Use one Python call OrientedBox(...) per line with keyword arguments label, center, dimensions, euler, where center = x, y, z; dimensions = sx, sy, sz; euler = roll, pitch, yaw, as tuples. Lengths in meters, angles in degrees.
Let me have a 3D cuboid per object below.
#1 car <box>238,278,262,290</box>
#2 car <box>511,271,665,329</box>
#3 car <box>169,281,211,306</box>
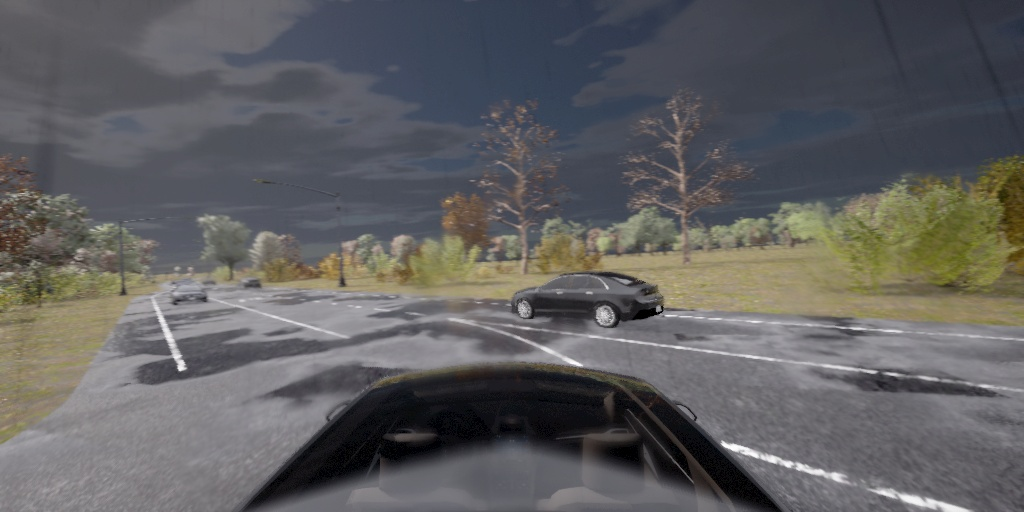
OrientedBox(label="car", center=(-33.348, 3.524, 45.621), dimensions=(4.892, 1.490, 1.837), euler=(-4, -1, 44))
OrientedBox(label="car", center=(2.058, 1.240, 10.987), dimensions=(4.892, 1.490, 1.837), euler=(-4, -1, 44))
OrientedBox(label="car", center=(-24.500, 2.897, 27.188), dimensions=(4.674, 1.442, 1.812), euler=(-4, -1, 44))
